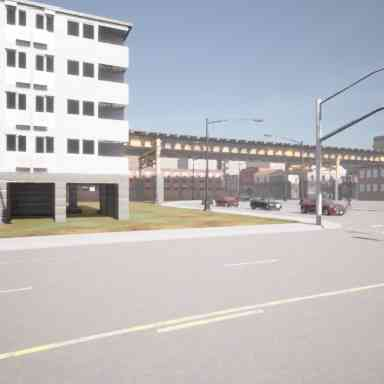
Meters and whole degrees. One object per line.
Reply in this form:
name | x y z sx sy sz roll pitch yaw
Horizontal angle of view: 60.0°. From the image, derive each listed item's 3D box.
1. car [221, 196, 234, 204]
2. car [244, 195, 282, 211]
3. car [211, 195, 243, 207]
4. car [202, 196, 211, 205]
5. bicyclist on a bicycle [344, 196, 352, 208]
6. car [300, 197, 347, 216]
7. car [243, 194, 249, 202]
car | 7.163 1.491 66.743 2.128 1.511 4.902 0 0 14
car | 9.116 1.491 41.354 2.128 1.511 4.902 0 0 -25
car | 5.219 1.477 50.086 1.882 1.535 5.008 0 0 -22
car | 2.746 1.504 59.893 1.837 1.490 4.892 0 0 -1
bicyclist on a bicycle | 20.303 1.302 43.336 1.656 1.620 0.582 0 0 -25
car | 13.001 1.352 33.090 2.097 1.767 4.553 0 0 -25
car | 11.672 1.524 75.707 2.128 1.511 4.902 0 0 41
